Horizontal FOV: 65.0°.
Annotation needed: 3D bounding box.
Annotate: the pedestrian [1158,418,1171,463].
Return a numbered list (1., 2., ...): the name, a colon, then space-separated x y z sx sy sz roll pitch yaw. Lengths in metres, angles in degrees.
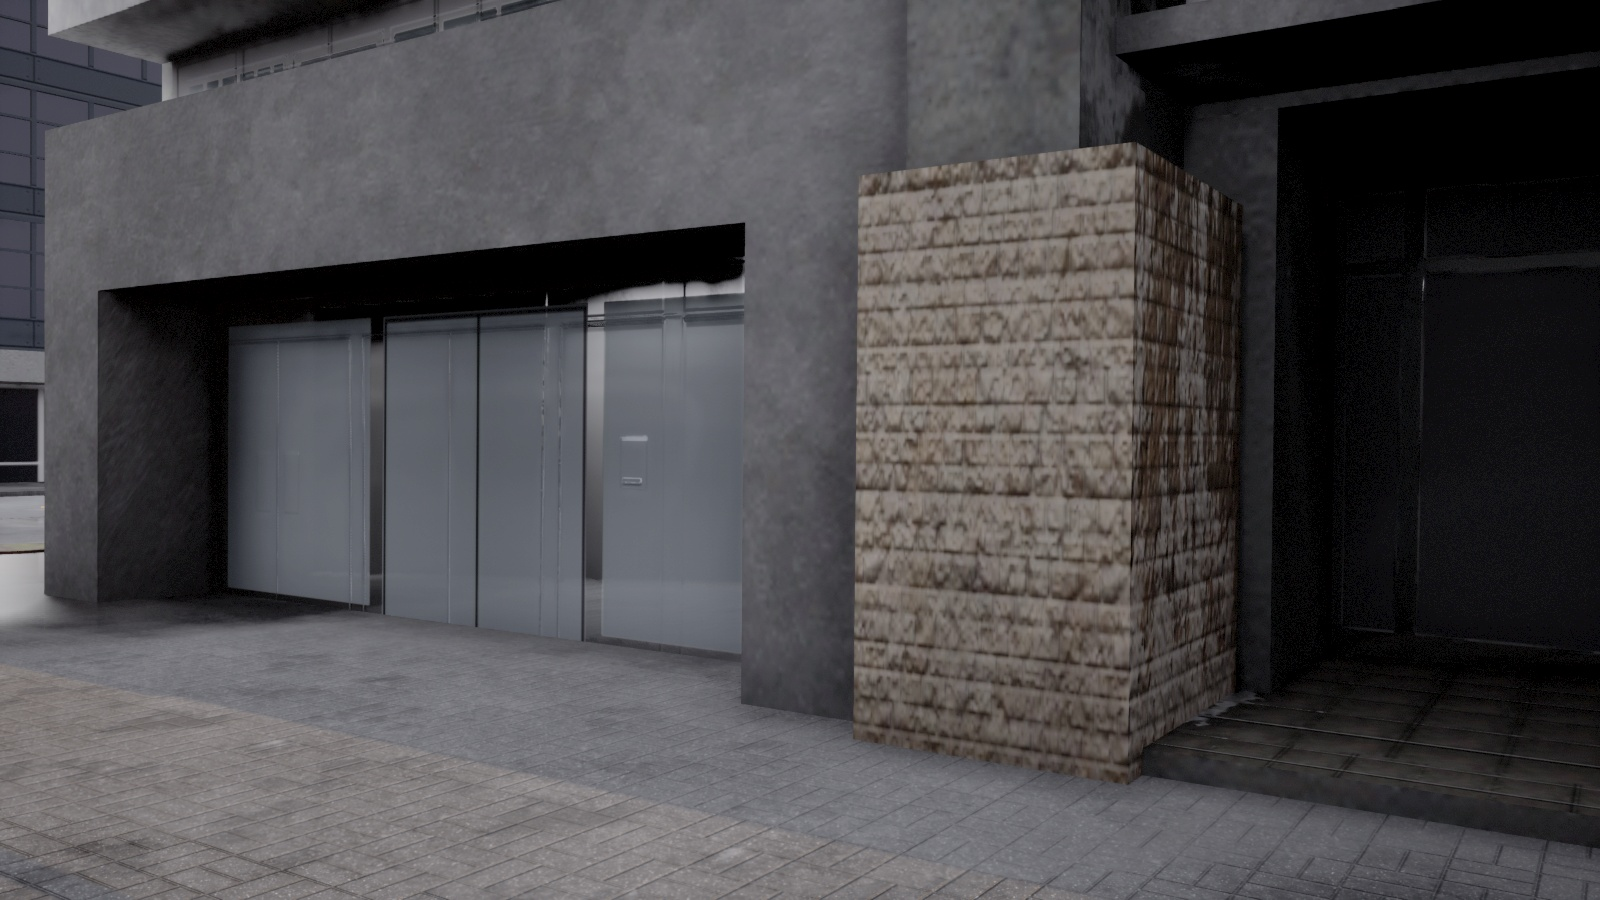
1. pedestrian: 15.067 -0.404 51.914 0.345 1.836 0.594 0 1 37
